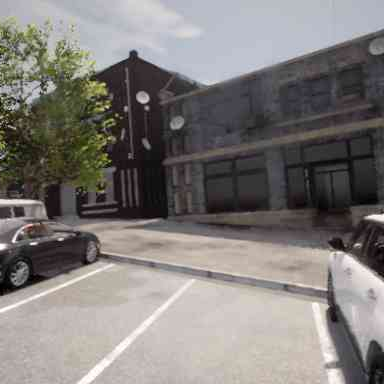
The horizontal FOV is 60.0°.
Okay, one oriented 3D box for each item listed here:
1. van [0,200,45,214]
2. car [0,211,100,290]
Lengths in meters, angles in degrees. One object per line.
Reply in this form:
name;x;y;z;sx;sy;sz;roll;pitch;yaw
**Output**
van;-6.862;1.235;10.813;1.878;1.987;4.442;1;-1;16
car;-4.390;1.469;9.152;2.231;1.521;4.892;0;-1;16
